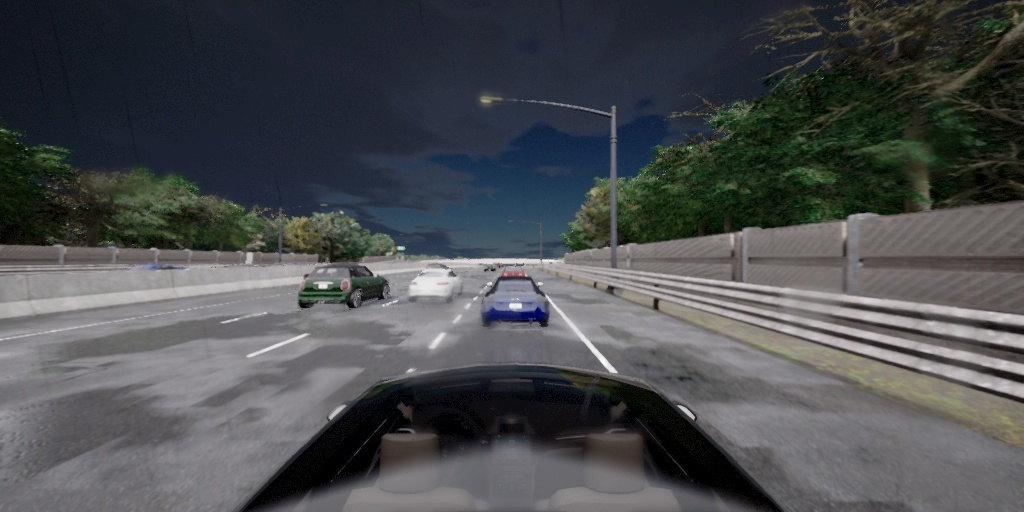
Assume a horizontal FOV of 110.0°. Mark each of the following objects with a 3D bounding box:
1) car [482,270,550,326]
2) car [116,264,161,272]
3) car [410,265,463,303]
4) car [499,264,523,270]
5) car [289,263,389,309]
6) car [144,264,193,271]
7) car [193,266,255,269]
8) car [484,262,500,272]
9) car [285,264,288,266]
[{"bbox_3d":[0.098,1.336,11.775,1.994,1.385,4.181,0,0,0],"label":"car"},{"bbox_3d":[-28.101,1.370,27.728,1.882,1.535,5.008,0,-1,0],"label":"car"},{"bbox_3d":[-3.502,1.326,17.035,1.812,1.442,4.674,0,0,0],"label":"car"},{"bbox_3d":[0.101,1.530,30.671,1.895,1.301,4.718,0,-1,0],"label":"car"},{"bbox_3d":[-6.902,1.141,15.225,2.097,1.767,4.553,0,0,0],"label":"car"},{"bbox_3d":[-24.602,1.490,27.410,1.895,1.301,4.718,0,-1,0],"label":"car"},{"bbox_3d":[-21.105,1.440,27.748,2.033,1.411,5.357,0,-1,0],"label":"car"},{"bbox_3d":[-3.511,1.942,59.749,1.895,1.301,4.718,0,-1,0],"label":"car"},{"bbox_3d":[-31.561,1.719,52.028,2.128,1.511,4.902,0,-1,1],"label":"car"}]
